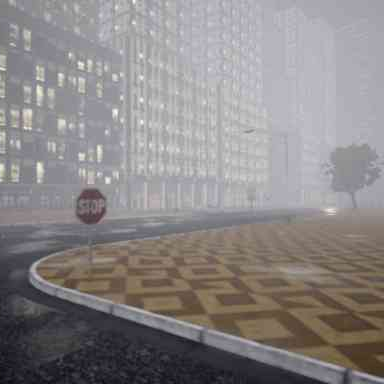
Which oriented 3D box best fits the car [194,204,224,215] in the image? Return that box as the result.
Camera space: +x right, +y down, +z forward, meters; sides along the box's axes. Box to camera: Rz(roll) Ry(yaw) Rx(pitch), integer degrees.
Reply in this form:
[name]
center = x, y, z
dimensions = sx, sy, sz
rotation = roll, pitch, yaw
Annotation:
[car]
center = 2.218, 2.233, 42.924
dimensions = 1.895, 1.301, 4.718
rotation = -1, -1, 36
